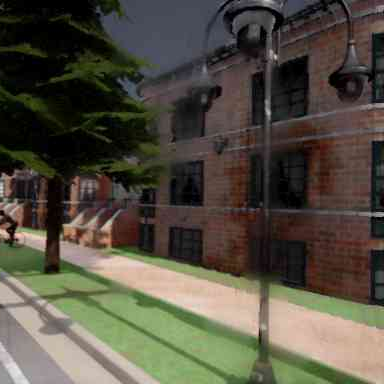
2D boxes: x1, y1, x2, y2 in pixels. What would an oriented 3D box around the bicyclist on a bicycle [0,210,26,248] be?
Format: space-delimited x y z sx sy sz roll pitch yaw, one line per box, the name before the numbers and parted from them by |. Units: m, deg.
bicyclist on a bicycle | -7.765 1.559 13.829 1.656 1.620 0.582 3 -2 -42
